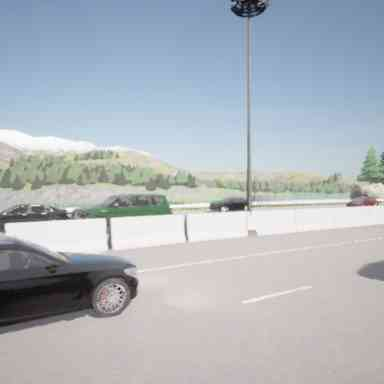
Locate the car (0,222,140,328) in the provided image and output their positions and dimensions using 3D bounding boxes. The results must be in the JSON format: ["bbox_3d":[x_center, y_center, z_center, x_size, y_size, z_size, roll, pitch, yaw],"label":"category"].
[{"bbox_3d":[-3.188,1.499,5.683,4.674,1.442,1.812,0,0,-35],"label":"car"}]

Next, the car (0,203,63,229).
[{"bbox_3d":[-9.436,1.418,18.594,4.892,1.490,1.837,0,0,-34],"label":"car"}]

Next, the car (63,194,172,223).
[{"bbox_3d":[-3.737,1.130,18.177,5.566,2.045,2.150,0,0,-33],"label":"car"}]

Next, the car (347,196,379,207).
[{"bbox_3d":[21.376,1.280,41.452,4.674,1.442,1.812,0,0,-31],"label":"car"}]

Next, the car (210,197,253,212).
[{"bbox_3d":[4.182,1.286,35.299,5.008,1.535,1.882,0,0,-31],"label":"car"}]
